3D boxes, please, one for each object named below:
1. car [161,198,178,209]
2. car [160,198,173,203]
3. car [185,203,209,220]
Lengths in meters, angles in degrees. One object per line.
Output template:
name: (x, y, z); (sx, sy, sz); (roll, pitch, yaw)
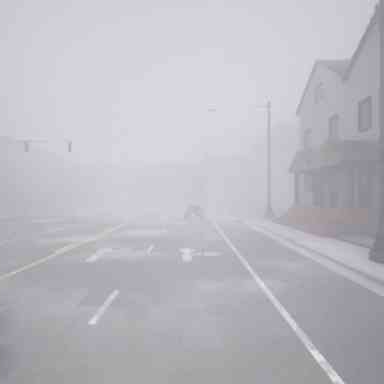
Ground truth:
car: (-3.691, 1.863, 56.429); (2.097, 1.767, 4.553); (0, -1, -9)
car: (-7.249, 2.380, 94.890); (2.128, 1.511, 4.902); (0, -1, 17)
car: (0.506, 1.840, 32.415); (1.837, 1.490, 4.892); (-2, -1, 10)
